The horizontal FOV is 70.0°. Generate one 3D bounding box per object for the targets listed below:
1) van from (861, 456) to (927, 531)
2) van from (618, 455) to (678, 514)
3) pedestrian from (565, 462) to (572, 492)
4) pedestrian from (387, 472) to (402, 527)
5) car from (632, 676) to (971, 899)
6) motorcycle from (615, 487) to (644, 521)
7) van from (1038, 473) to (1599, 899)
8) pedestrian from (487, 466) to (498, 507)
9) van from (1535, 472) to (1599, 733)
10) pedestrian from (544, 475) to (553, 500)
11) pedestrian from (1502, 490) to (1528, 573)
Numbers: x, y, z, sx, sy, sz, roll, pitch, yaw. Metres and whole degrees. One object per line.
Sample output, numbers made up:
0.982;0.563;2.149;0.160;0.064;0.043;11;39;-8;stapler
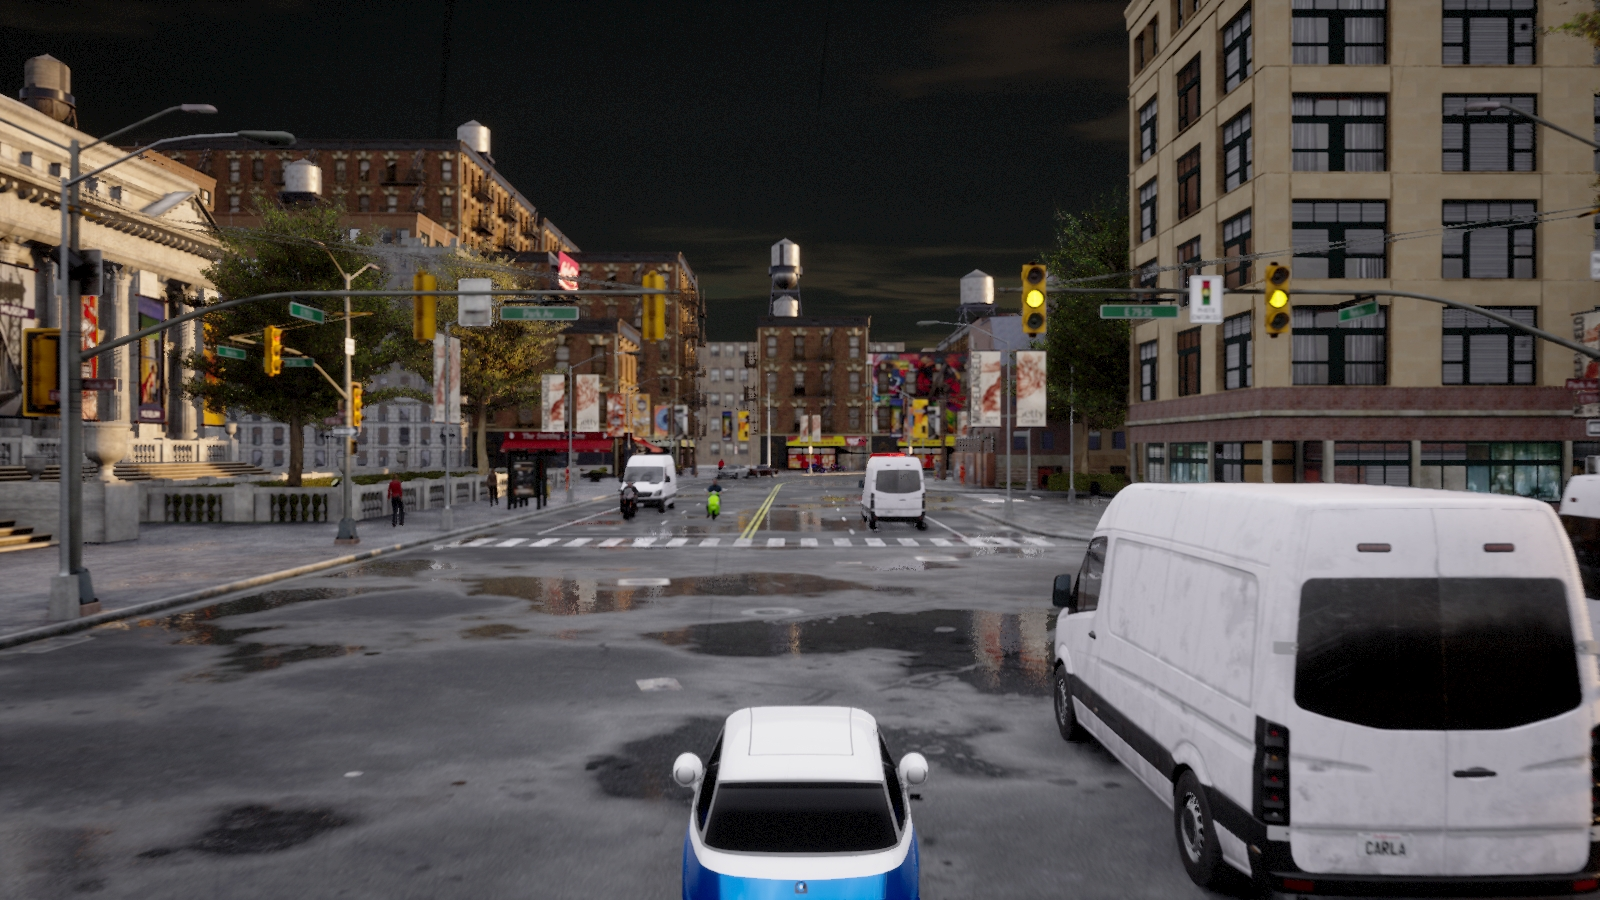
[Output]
3.432;1.527;42.704;1.988;2.561;5.915;0;0;0;van
-6.950;1.526;52.771;1.988;2.561;5.915;0;0;0;van
-14.449;1.686;71.295;0.375;1.860;0.375;0;0;8;pedestrian
-13.766;1.690;38.813;0.375;1.860;0.375;0;0;1;pedestrian
0.005;2.119;6.102;1.481;1.376;2.207;0;0;0;car
-6.962;2.198;46.850;0.867;1.251;2.209;0;0;0;motorcycle
3.517;1.533;9.142;1.988;2.561;5.915;0;0;0;van
-14.129;1.689;52.485;0.375;1.860;0.375;0;0;1;pedestrian
10.935;1.532;11.227;5.915;2.561;1.988;0;0;12;van
-13.116;1.967;59.645;0.375;1.300;0.375;0;0;4;pedestrian
16.243;1.844;25.972;0.375;1.860;0.375;0;0;5;pedestrian
